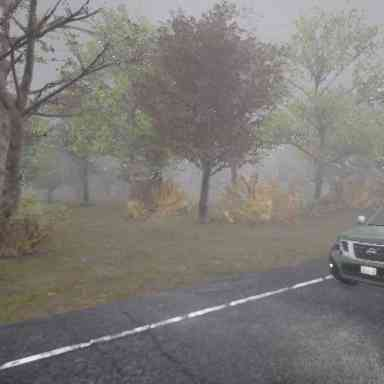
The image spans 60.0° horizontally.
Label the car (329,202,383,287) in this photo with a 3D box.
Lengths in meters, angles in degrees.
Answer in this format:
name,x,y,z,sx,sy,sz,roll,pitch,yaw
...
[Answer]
name,x,y,z,sx,sy,sz,roll,pitch,yaw
car,5.698,1.184,8.208,5.566,2.045,2.150,0,0,-37
